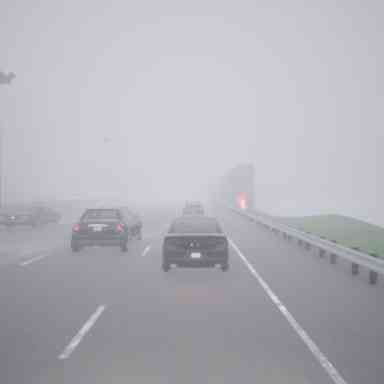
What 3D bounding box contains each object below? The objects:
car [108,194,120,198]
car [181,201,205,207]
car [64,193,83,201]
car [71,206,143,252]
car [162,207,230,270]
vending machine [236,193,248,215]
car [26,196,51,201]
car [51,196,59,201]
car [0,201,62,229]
[{"bbox_3d":[-20.323,1.275,86.919,2.097,1.767,4.553,0,0,1],"label":"car"},{"bbox_3d":[0.097,1.495,29.221,2.128,1.511,4.902,0,0,0],"label":"car"},{"bbox_3d":[-24.205,1.234,68.297,2.150,2.045,5.566,0,0,1],"label":"car"},{"bbox_3d":[-3.401,1.354,14.108,2.097,1.767,4.553,0,0,0],"label":"car"},{"bbox_3d":[0.100,1.479,11.026,1.882,1.535,5.008,0,0,0],"label":"car"},{"bbox_3d":[4.996,1.199,33.328,1.100,2.100,0.880,0,0,0],"label":"vending machine"},{"bbox_3d":[-21.084,1.531,44.380,1.812,1.442,4.674,0,0,0],"label":"car"},{"bbox_3d":[-27.786,1.548,64.957,2.033,1.411,5.357,0,0,1],"label":"car"},{"bbox_3d":[-10.402,1.550,21.812,2.033,1.411,5.357,0,0,0],"label":"car"}]
